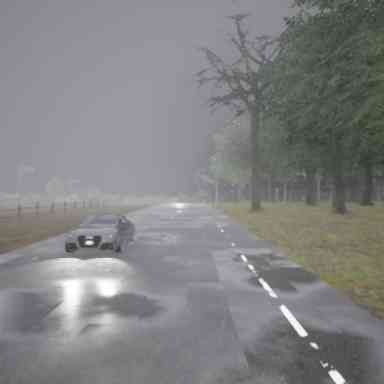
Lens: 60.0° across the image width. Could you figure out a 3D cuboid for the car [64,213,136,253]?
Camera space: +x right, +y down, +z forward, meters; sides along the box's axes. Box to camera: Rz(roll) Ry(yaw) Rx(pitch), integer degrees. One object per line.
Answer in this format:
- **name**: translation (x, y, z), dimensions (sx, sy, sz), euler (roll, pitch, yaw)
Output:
- **car**: translation (-3.509, 1.540, 13.363), dimensions (1.994, 1.385, 4.181), euler (0, 0, 0)
